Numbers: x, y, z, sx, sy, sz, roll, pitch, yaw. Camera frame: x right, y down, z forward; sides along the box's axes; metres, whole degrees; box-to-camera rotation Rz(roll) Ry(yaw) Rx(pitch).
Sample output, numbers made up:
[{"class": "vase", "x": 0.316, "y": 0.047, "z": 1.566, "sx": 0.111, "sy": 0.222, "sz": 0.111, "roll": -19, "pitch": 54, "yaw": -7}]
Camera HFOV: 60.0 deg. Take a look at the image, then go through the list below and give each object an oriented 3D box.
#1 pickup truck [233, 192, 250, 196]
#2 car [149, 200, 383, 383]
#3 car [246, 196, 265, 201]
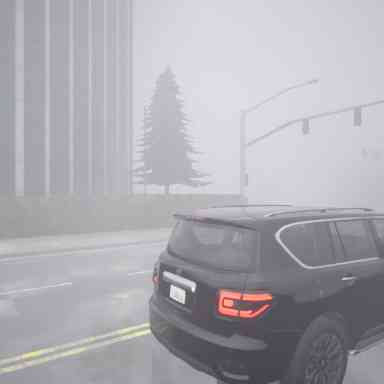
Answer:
[{"class": "pickup truck", "x": 10.249, "y": 1.059, "z": 68.801, "sx": 2.390, "sy": 2.098, "sz": 6.274, "roll": 0, "pitch": 0, "yaw": -5}, {"class": "car", "x": 2.047, "y": 1.221, "z": 5.200, "sx": 5.566, "sy": 2.045, "sz": 2.150, "roll": 0, "pitch": 0, "yaw": -35}, {"class": "car", "x": 8.487, "y": 1.564, "z": 43.062, "sx": 1.994, "sy": 1.385, "sz": 4.181, "roll": 0, "pitch": 0, "yaw": -36}]
